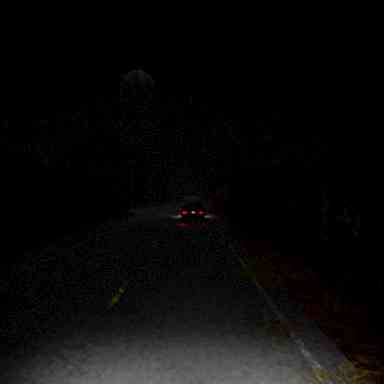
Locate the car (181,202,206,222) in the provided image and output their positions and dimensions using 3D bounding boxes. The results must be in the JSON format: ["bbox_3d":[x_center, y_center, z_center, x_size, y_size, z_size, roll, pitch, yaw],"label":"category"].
[{"bbox_3d":[0.105,1.524,26.447,2.033,1.411,5.357,0,0,0],"label":"car"}]
